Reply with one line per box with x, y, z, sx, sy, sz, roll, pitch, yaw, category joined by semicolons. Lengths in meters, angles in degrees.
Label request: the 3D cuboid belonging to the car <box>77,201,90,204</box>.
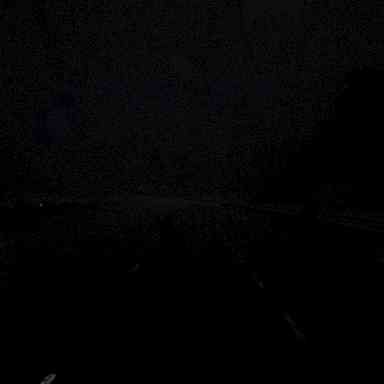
-17.578;2.190;54.256;1.812;1.442;4.674;0;-1;0;car

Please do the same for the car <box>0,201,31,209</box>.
-28.066;2.185;52.359;2.033;1.411;5.357;0;-1;1;car

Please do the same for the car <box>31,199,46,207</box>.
-24.571;2.018;54.343;2.097;1.767;4.553;0;-1;0;car

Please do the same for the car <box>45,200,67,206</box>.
-21.078;2.211;53.057;1.994;1.385;4.181;0;-1;0;car
